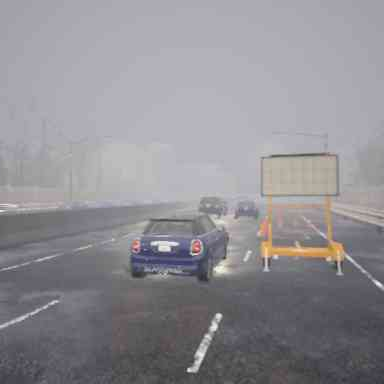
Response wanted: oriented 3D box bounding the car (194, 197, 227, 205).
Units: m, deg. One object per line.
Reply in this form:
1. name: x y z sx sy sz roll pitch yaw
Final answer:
1. car: 2.183 1.508 33.615 2.150 2.045 5.566 0 -1 14

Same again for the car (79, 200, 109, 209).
1. car: -10.908 1.891 39.716 1.882 1.535 5.008 0 -1 14

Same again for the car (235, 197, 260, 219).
1. car: 5.444 1.612 32.241 2.097 1.767 4.553 0 -1 14

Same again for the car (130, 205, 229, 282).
1. car: -0.148 1.444 10.349 2.097 1.767 4.553 0 0 14

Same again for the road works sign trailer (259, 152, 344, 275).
1. road works sign trailer: 3.499 0.542 10.918 2.380 3.560 2.880 0 -1 14

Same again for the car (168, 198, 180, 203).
1. car: -4.349 2.096 79.146 2.128 1.511 4.902 0 -1 14

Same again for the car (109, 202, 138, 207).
1. car: -7.500 1.914 38.878 1.812 1.442 4.674 0 -1 14

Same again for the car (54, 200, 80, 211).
1. car: -14.442 1.786 40.014 2.097 1.767 4.553 0 -1 14

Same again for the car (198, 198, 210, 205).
1. car: 2.900 2.147 79.236 1.882 1.535 5.008 0 -1 14

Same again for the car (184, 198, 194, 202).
1. car: -0.491 2.218 80.101 1.812 1.442 4.674 0 -1 14
